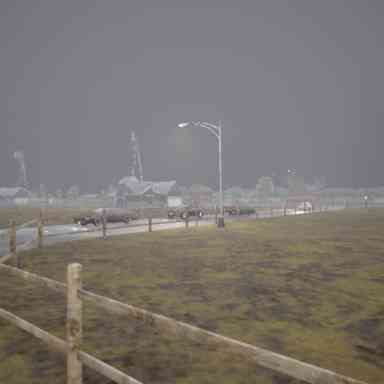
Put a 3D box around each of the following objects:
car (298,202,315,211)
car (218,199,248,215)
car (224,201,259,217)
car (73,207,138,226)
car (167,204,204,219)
[{"bbox_3d":[19.406,2.456,56.360,1.812,1.442,4.674,-2,-2,36],"label":"car"},{"bbox_3d":[5.568,1.912,43.383,2.150,2.045,5.566,-2,-2,36],"label":"car"},{"bbox_3d":[5.924,2.018,37.529,1.837,1.490,4.892,-2,-2,36],"label":"car"},{"bbox_3d":[-6.648,1.884,26.309,2.033,1.411,5.357,-2,-2,36],"label":"car"},{"bbox_3d":[-0.626,2.013,34.723,1.837,1.490,4.892,-2,-2,36],"label":"car"}]
